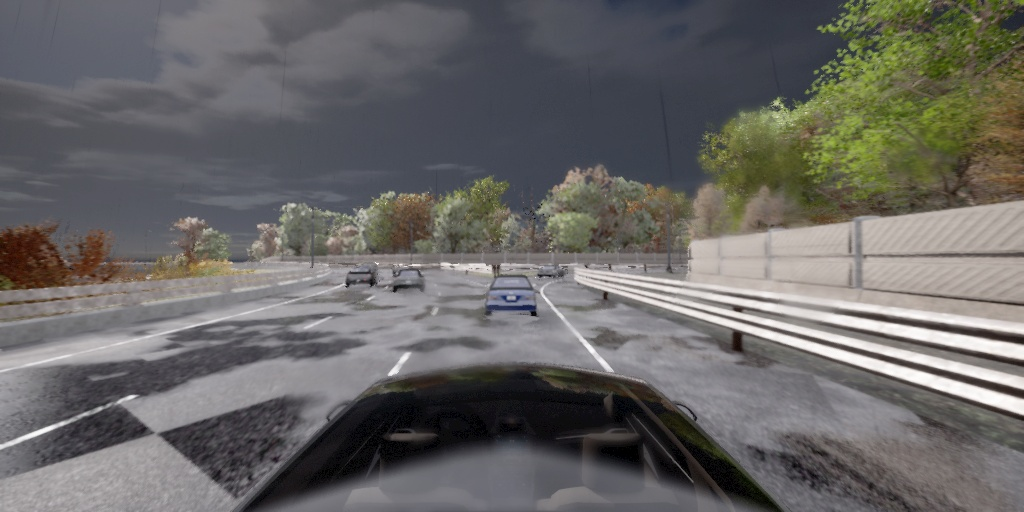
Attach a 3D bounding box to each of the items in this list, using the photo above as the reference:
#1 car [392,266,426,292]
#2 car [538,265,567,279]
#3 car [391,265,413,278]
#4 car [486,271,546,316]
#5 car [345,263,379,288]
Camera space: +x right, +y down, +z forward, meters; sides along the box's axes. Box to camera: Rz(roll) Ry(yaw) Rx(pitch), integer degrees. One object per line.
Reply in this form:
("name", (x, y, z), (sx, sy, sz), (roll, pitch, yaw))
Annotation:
("car", (-6.771, 1.558, 23.828), (1.994, 1.385, 4.181), (0, -1, -14))
("car", (4.338, 1.682, 38.395), (2.033, 1.411, 5.357), (0, -1, 25))
("car", (-13.075, 1.799, 42.479), (1.895, 1.301, 4.718), (0, -1, -24))
("car", (-0.021, 1.430, 14.115), (2.033, 1.411, 5.357), (0, -1, 0))
("car", (-11.179, 1.523, 26.927), (2.128, 1.511, 4.902), (0, -1, -15))
